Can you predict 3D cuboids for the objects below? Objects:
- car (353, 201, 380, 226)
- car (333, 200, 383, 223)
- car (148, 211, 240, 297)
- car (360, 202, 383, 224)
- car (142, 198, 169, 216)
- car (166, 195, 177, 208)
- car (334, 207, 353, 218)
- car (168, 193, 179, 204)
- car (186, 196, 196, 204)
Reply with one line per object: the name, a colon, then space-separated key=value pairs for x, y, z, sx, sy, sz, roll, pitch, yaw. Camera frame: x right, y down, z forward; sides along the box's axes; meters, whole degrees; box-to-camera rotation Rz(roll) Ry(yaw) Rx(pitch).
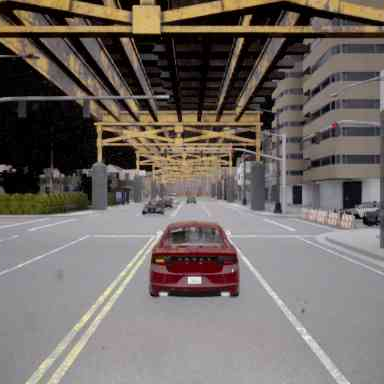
car: x=13.216 y=1.453 z=21.315 sx=4.974 sy=1.542 sz=2.038 roll=0 pitch=0 yaw=-20
car: x=13.534 y=1.453 z=25.474 sx=4.974 sy=1.542 sz=2.038 roll=0 pitch=0 yaw=25
car: x=0.056 y=1.478 z=8.619 sx=1.882 sy=1.535 sz=5.008 roll=0 pitch=0 yaw=0
car: x=13.265 y=1.295 z=21.333 sx=4.536 sy=1.218 sz=1.853 roll=0 pitch=0 yaw=-20
car: x=-3.666 y=1.564 z=32.369 sx=1.994 sy=1.385 sz=4.181 roll=0 pitch=0 yaw=0
car: x=-3.688 y=1.547 z=47.267 sx=2.033 sy=1.411 sz=5.357 roll=0 pitch=0 yaw=0
car: x=13.581 y=1.295 z=25.453 sx=4.536 sy=1.218 sz=1.853 roll=0 pitch=0 yaw=25
car: x=-3.636 y=1.300 z=62.840 sx=2.150 sy=2.045 sz=5.566 roll=0 pitch=0 yaw=0
car: x=-0.137 y=1.547 z=63.294 sx=2.033 sy=1.411 sz=5.357 roll=0 pitch=0 yaw=0
